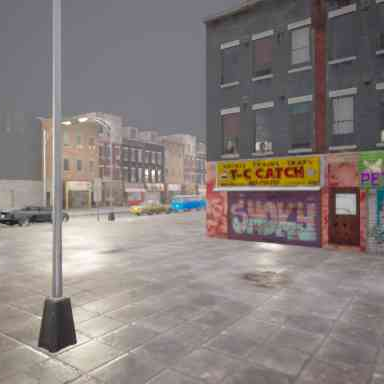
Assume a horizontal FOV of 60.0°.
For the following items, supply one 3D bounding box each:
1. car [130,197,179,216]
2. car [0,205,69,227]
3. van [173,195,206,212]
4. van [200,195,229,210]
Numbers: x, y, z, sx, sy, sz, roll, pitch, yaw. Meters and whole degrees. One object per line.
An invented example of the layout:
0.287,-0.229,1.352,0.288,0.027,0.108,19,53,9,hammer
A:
-3.655,1.448,31.428,1.752,1.417,4.829,0,0,35,car
-10.331,1.522,22.077,1.947,1.339,4.313,0,0,35,car
-0.465,1.249,35.896,1.690,1.788,3.998,0,0,35,van
2.824,1.233,40.503,1.690,1.788,3.998,0,0,35,van
